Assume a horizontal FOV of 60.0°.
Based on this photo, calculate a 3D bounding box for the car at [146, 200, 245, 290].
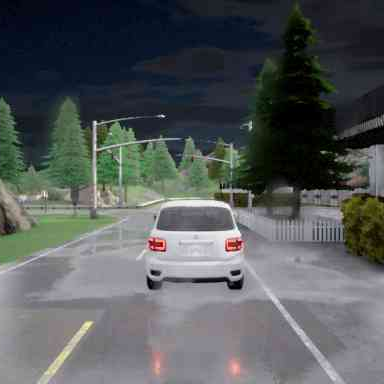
[{"bbox_3d":[0.063,1.221,9.234,2.150,2.045,5.566,0,0,0],"label":"car"}]

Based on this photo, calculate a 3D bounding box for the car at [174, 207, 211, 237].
[{"bbox_3d":[0.015,1.601,18.997,1.895,1.301,4.718,0,0,0],"label":"car"}]
